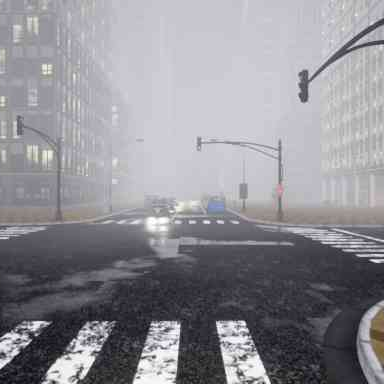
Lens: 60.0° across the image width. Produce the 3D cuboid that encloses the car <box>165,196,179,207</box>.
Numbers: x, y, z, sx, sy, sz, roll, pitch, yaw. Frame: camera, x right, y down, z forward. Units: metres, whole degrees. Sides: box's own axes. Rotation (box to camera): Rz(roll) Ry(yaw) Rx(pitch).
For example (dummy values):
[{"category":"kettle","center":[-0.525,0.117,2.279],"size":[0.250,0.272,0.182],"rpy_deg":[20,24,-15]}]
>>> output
[{"category":"car","center":[-3.097,1.477,53.168],"size":[1.882,1.535,5.008],"rpy_deg":[0,0,1]}]

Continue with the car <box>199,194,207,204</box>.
[{"category":"car","center":[2.733,1.313,63.553],"size":[2.192,1.841,5.009],"rpy_deg":[0,0,0]}]

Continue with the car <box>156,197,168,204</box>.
[{"category":"car","center":[-5.649,1.564,63.592],"size":[1.947,1.339,4.313],"rpy_deg":[0,0,0]}]

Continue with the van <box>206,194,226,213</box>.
[{"category":"van","center":[2.717,1.341,35.861],"size":[1.690,1.788,3.998],"rpy_deg":[0,0,0]}]

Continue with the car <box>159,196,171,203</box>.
[{"category":"car","center":[-5.623,1.548,69.131],"size":[2.008,1.369,4.403],"rpy_deg":[0,0,0]}]

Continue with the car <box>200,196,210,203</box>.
[{"category":"car","center":[2.757,1.542,69.093],"size":[1.887,1.381,4.507],"rpy_deg":[0,0,0]}]

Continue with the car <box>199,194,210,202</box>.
[{"category":"car","center":[2.784,1.311,74.633],"size":[2.192,1.841,5.009],"rpy_deg":[0,0,0]}]

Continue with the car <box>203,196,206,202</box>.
[{"category":"car","center":[2.651,1.544,41.399],"size":[1.887,1.381,4.507],"rpy_deg":[0,0,0]}]

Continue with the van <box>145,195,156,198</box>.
[{"category":"van","center":[-5.726,1.340,46.975],"size":[1.690,1.788,3.998],"rpy_deg":[0,0,0]}]

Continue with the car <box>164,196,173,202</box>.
[{"category":"car","center":[-5.571,1.577,80.210],"size":[1.802,1.307,4.206],"rpy_deg":[0,0,0]}]

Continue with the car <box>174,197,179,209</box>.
[{"category":"car","center":[-3.155,1.547,43.028],"size":[2.033,1.411,5.357],"rpy_deg":[0,0,0]}]

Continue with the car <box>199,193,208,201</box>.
[{"category":"car","center":[2.837,1.309,85.711],"size":[2.192,1.841,5.009],"rpy_deg":[0,0,0]}]

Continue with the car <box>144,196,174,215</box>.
[{"category":"car","center":[-3.210,1.491,33.243],"size":[2.128,1.511,4.902],"rpy_deg":[0,0,-1]}]
